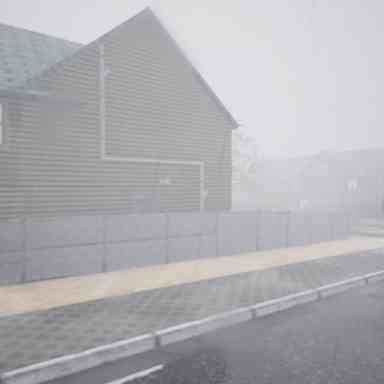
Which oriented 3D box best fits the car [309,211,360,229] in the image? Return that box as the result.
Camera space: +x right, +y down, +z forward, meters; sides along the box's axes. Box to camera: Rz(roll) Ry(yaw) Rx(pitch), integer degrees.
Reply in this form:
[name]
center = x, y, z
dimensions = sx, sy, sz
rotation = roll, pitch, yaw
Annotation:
[car]
center = 9.991, 2.088, 25.070
dimensions = 1.895, 1.301, 4.718
rotation = -1, -1, -36
